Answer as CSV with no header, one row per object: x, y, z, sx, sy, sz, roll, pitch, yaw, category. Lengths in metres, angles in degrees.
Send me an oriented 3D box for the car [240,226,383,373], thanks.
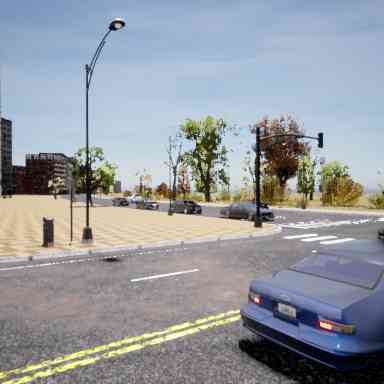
3.283,1.547,5.640,5.357,1.411,2.033,0,0,-34,car

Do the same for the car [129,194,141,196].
-11.982,1.335,68.837,2.150,2.045,5.566,0,0,-29,car

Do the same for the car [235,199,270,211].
7.580,1.608,41.951,1.994,1.385,4.181,0,0,-32,car

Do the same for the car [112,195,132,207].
-11.881,1.626,55.194,1.837,1.490,4.892,0,1,-30,car

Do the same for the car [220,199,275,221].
4.483,1.604,28.025,2.033,1.411,5.357,0,0,-31,car

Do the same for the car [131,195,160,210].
-6.073,1.594,45.268,2.128,1.511,4.902,0,0,-31,car

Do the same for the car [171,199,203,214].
-0.694,1.585,36.435,1.837,1.490,4.892,0,0,-32,car
